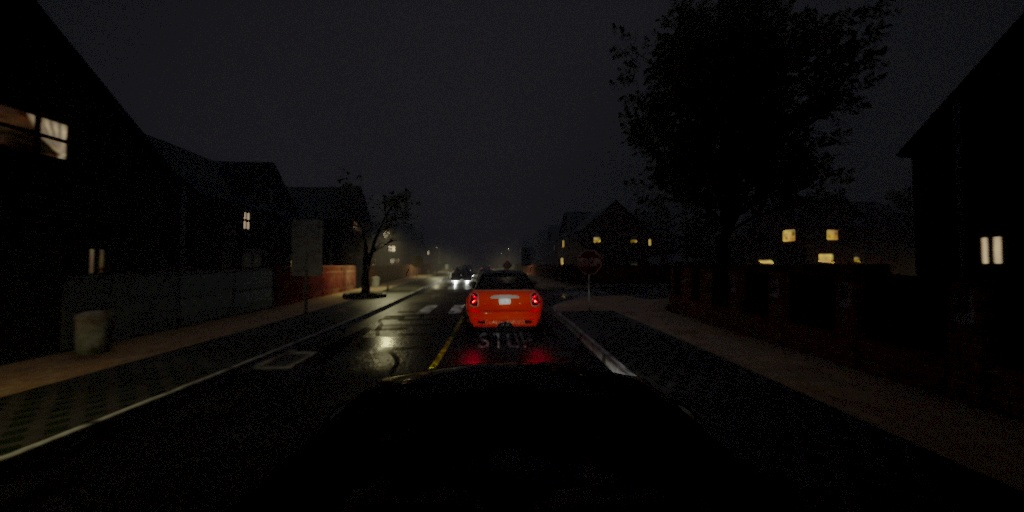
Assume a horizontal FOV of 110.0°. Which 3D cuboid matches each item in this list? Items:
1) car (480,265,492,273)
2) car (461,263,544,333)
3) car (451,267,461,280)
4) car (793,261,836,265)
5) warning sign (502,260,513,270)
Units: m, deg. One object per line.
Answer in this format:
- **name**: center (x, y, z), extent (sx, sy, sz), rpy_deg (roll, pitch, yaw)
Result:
- **car**: center (-4.504, 2.249, 62.717), extent (1.994, 1.385, 4.181), rpy_deg (0, -1, -4)
- **car**: center (-0.281, 1.217, 11.341), extent (2.097, 1.767, 4.553), rpy_deg (0, -1, -3)
- **car**: center (-5.269, 1.795, 37.669), extent (1.994, 1.385, 4.181), rpy_deg (0, -1, -6)
- **car**: center (19.461, 1.240, 23.775), extent (4.553, 1.767, 2.097), rpy_deg (0, -2, -6)
- **warning sign**: center (-0.572, 1.486, 45.780), extent (1.300, 1.860, 1.060), rpy_deg (0, 0, -5)
